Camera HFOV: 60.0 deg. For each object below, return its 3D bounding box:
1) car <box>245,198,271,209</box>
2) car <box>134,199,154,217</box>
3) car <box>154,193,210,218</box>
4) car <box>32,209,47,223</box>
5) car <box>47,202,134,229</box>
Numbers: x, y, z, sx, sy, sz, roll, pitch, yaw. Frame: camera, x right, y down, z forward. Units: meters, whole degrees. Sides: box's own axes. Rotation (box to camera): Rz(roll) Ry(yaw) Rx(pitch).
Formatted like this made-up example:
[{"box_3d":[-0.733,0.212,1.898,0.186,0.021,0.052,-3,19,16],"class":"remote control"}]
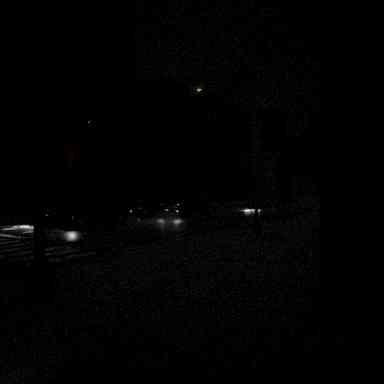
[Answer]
[{"box_3d":[8.397,1.397,42.208,1.994,1.385,4.181,0,0,36],"class":"car"},{"box_3d":[-3.825,1.402,30.608,2.128,1.511,4.902,0,0,35],"class":"car"},{"box_3d":[-0.503,1.119,29.683,2.150,2.045,5.566,0,0,35],"class":"car"},{"box_3d":[-8.940,1.511,23.388,1.994,1.385,4.181,0,0,35],"class":"car"},{"box_3d":[-6.337,1.419,21.452,1.882,1.535,5.008,0,0,34],"class":"car"}]
